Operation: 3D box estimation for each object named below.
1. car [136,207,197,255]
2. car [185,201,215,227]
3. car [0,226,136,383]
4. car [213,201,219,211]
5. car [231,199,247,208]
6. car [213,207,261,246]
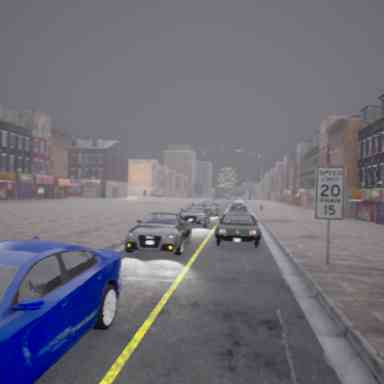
[{"bbox_3d":[-1.161,1.515,13.113,1.994,1.385,4.181,2,0,7],"label":"car"},{"bbox_3d":[0.193,1.538,22.579,1.994,1.385,4.181,2,0,8],"label":"car"},{"bbox_3d":[-2.434,1.405,4.082,1.882,1.535,5.008,2,0,8],"label":"car"},{"bbox_3d":[1.609,1.560,32.331,1.994,1.385,4.181,2,0,8],"label":"car"},{"bbox_3d":[5.759,1.621,40.954,1.812,1.442,4.674,2,0,8],"label":"car"},{"bbox_3d":[2.148,1.643,15.556,1.895,1.301,4.718,2,0,8],"label":"car"}]
